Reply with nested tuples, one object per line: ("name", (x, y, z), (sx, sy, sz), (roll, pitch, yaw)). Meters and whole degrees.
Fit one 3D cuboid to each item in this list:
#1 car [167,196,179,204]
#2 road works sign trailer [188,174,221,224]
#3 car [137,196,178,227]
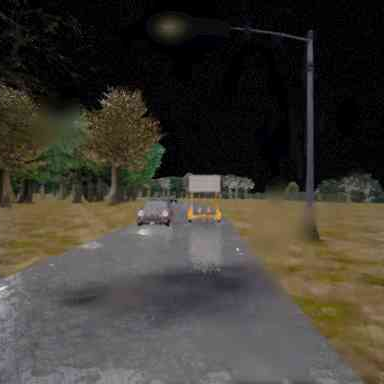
("car", (-3.706, 1.517, 64.208), (2.033, 1.411, 5.357), (0, 0, -6))
("road works sign trailer", (0.906, 0.451, 24.352), (2.380, 3.560, 2.880), (0, 0, 1))
("car", (-2.372, 1.333, 22.745), (2.097, 1.767, 4.553), (0, 0, 2))
